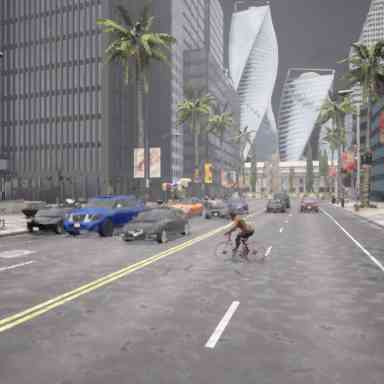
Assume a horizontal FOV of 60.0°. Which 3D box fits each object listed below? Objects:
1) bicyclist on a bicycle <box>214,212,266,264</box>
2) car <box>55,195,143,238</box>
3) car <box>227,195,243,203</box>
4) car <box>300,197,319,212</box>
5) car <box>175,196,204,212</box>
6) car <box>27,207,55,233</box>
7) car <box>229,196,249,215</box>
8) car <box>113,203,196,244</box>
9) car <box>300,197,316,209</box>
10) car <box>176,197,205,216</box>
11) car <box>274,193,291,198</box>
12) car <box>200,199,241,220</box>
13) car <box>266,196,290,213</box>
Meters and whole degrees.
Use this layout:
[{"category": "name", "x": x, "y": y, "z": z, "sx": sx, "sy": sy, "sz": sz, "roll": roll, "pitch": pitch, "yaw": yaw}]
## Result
[{"category": "bicyclist on a bicycle", "x": 1.485, "y": 1.455, "z": 10.540, "sx": 1.656, "sy": 1.620, "sz": 0.582, "roll": -2, "pitch": -1, "yaw": 19}, {"category": "car", "x": -4.534, "y": 1.222, "z": 18.287, "sx": 2.150, "sy": 2.045, "sz": 5.566, "roll": 0, "pitch": 0, "yaw": 19}, {"category": "car", "x": 8.857, "y": 1.481, "z": 68.224, "sx": 2.231, "sy": 1.521, "sz": 4.892, "roll": 0, "pitch": 0, "yaw": 18}, {"category": "car", "x": 13.498, "y": 1.526, "z": 38.367, "sx": 1.812, "sy": 1.442, "sz": 4.674, "roll": 0, "pitch": 0, "yaw": 18}, {"category": "car", "x": -0.273, "y": 1.354, "z": 40.303, "sx": 2.185, "sy": 1.767, "sz": 4.553, "roll": 0, "pitch": 0, "yaw": 18}, {"category": "car", "x": -7.373, "y": 1.513, "z": 19.553, "sx": 2.161, "sy": 1.482, "sz": 4.786, "roll": 0, "pitch": 0, "yaw": 18}, {"category": "car", "x": 4.345, "y": 1.352, "z": 33.477, "sx": 2.097, "sy": 1.767, "sz": 4.553, "roll": 0, "pitch": 0, "yaw": 19}, {"category": "car", "x": -1.587, "y": 1.503, "z": 16.085, "sx": 1.837, "sy": 1.490, "sz": 4.892, "roll": 0, "pitch": 0, "yaw": 19}, {"category": "car", "x": 16.476, "y": 1.492, "z": 47.471, "sx": 2.128, "sy": 1.511, "sz": 4.902, "roll": 0, "pitch": 0, "yaw": 18}, {"category": "car", "x": -0.543, "y": 1.352, "z": 29.715, "sx": 2.097, "sy": 1.767, "sz": 4.553, "roll": 0, "pitch": 0, "yaw": 19}, {"category": "car", "x": 12.648, "y": 1.221, "z": 47.001, "sx": 2.150, "sy": 2.045, "sz": 5.566, "roll": 0, "pitch": 0, "yaw": 19}, {"category": "car", "x": 2.483, "y": 1.564, "z": 27.771, "sx": 1.994, "sy": 1.385, "sz": 4.181, "roll": 0, "pitch": 0, "yaw": 19}, {"category": "car", "x": 9.502, "y": 1.492, "z": 37.422, "sx": 2.128, "sy": 1.511, "sz": 4.902, "roll": 0, "pitch": 0, "yaw": 18}]
